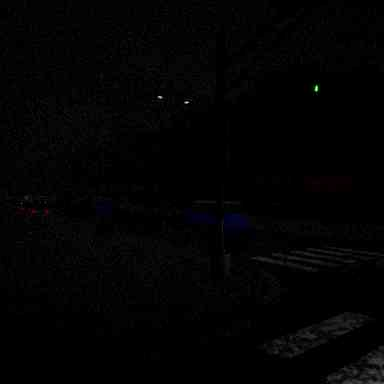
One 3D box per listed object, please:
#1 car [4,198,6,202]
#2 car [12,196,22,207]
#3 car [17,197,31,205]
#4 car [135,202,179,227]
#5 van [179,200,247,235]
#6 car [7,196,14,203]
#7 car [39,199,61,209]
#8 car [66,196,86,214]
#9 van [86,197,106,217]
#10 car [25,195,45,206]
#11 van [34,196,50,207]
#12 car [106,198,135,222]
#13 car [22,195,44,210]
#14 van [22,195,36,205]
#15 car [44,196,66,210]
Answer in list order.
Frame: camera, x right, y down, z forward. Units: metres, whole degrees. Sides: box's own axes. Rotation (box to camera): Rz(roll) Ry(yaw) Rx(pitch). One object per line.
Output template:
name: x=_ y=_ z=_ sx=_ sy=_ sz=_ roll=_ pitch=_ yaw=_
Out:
car: x=-43.810 y=1.801 z=80.832 sx=1.752 sy=1.417 sz=4.829 roll=0 pitch=0 yaw=-36
car: x=-27.108 y=1.772 z=53.431 sx=1.895 sy=1.301 sz=4.718 roll=0 pitch=0 yaw=-36
car: x=-34.177 y=1.749 z=67.526 sx=1.752 sy=1.417 sz=4.829 roll=0 pitch=0 yaw=-36
car: x=-1.969 y=1.488 z=23.038 sx=1.967 sy=1.590 sz=4.097 roll=0 pitch=0 yaw=-36
van: x=1.242 y=1.374 z=18.603 sx=1.690 sy=1.788 sz=3.998 roll=0 pitch=0 yaw=-36
car: x=-40.500 y=1.698 z=76.259 sx=1.967 sy=1.590 sz=4.097 roll=0 pitch=0 yaw=-36
car: x=-21.234 y=1.702 z=49.648 sx=2.008 sy=1.369 sz=4.403 roll=0 pitch=0 yaw=-36
car: x=-11.602 y=1.413 z=36.340 sx=2.192 sy=1.841 sz=5.009 roll=0 pitch=0 yaw=-36
van: x=-8.391 y=1.422 z=31.908 sx=1.690 sy=1.788 sz=3.998 roll=0 pitch=0 yaw=-36
car: x=-27.657 y=1.502 z=58.518 sx=2.192 sy=1.841 sz=5.009 roll=0 pitch=0 yaw=-36
van: x=-24.446 y=1.511 z=54.083 sx=1.690 sy=1.788 sz=3.998 roll=0 pitch=0 yaw=-36
car: x=-5.180 y=1.504 z=27.473 sx=1.967 sy=1.590 sz=4.097 roll=0 pitch=0 yaw=-36
car: x=-21.244 y=1.491 z=45.334 sx=2.097 sy=1.767 sz=4.553 roll=0 pitch=0 yaw=-36
van: x=-30.867 y=1.546 z=62.953 sx=1.690 sy=1.788 sz=3.998 roll=0 pitch=0 yaw=-36
car: x=-18.024 y=1.449 z=45.213 sx=2.192 sy=1.841 sz=5.009 roll=0 pitch=0 yaw=-36
